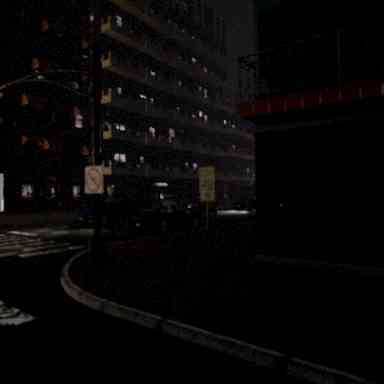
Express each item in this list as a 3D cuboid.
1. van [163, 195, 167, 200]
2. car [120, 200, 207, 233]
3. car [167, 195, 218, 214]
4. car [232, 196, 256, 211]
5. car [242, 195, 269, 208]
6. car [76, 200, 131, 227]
[{"bbox_3d":[-1.178,1.139,31.014,1.690,1.788,3.998,0,0,36],"label":"van"},{"bbox_3d":[-1.273,1.303,17.370,2.008,1.369,4.403,0,0,36],"label":"car"},{"bbox_3d":[0.317,1.129,28.868,2.097,1.767,4.553,-1,0,36],"label":"car"},{"bbox_3d":[6.164,1.321,36.982,1.994,1.385,4.181,-1,0,36],"label":"car"},{"bbox_3d":[8.571,1.205,44.589,1.967,1.590,4.097,0,0,36],"label":"car"},{"bbox_3d":[-5.035,1.276,21.417,1.882,1.535,5.008,-1,0,36],"label":"car"}]
